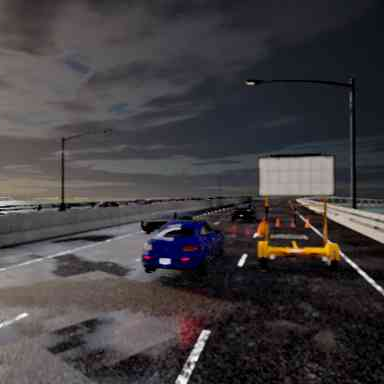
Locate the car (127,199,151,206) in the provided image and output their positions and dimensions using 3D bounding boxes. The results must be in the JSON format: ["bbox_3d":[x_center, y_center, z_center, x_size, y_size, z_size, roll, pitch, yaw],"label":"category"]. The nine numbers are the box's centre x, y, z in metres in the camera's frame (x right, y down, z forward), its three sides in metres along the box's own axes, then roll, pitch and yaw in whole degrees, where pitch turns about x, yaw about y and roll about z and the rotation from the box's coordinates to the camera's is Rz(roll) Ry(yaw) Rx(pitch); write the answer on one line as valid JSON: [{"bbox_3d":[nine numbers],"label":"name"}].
[{"bbox_3d":[-6.403,1.980,43.354,1.812,1.442,4.674,0,-1,15],"label":"car"}]

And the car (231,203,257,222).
[{"bbox_3d":[4.644,1.749,29.469,2.128,1.511,4.902,0,-1,15],"label":"car"}]

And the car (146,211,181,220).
[{"bbox_3d":[-1.371,1.803,20.144,1.895,1.301,4.718,0,-1,14],"label":"car"}]

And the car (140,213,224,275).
[{"bbox_3d":[-0.129,1.632,10.813,1.812,1.442,4.674,0,0,14],"label":"car"}]

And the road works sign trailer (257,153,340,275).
[{"bbox_3d":[3.399,0.552,10.957,2.380,3.560,2.880,0,-1,14],"label":"road works sign trailer"}]

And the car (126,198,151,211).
[{"bbox_3d":[-8.111,1.884,50.565,2.097,1.767,4.553,0,-1,15],"label":"car"}]

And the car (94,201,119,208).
[{"bbox_3d":[-12.361,2.040,48.197,1.837,1.490,4.892,0,-1,15],"label":"car"}]
